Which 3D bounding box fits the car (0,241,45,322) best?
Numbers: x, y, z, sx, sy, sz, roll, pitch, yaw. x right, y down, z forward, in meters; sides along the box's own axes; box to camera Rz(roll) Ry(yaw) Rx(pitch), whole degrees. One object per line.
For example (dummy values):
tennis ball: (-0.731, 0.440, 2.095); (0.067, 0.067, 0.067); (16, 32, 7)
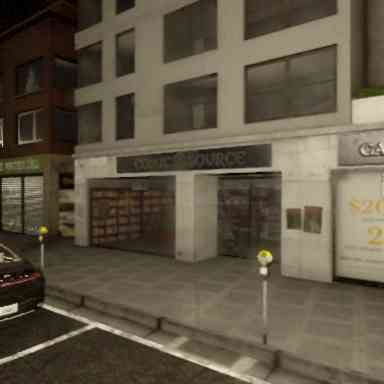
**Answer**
car: (-4.546, 1.551, 6.324); (4.403, 1.369, 2.008); (0, 0, 36)
